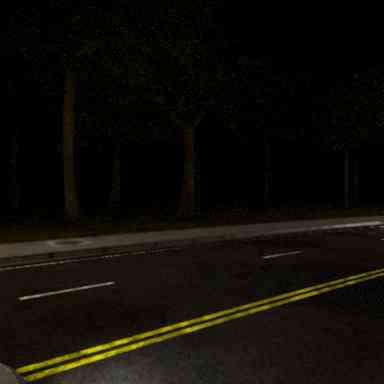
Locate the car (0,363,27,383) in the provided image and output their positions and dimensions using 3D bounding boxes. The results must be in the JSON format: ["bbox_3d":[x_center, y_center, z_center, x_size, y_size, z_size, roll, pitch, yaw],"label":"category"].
[{"bbox_3d":[-3.127,1.537,1.205,4.674,1.442,1.812,0,0,-35],"label":"car"}]
